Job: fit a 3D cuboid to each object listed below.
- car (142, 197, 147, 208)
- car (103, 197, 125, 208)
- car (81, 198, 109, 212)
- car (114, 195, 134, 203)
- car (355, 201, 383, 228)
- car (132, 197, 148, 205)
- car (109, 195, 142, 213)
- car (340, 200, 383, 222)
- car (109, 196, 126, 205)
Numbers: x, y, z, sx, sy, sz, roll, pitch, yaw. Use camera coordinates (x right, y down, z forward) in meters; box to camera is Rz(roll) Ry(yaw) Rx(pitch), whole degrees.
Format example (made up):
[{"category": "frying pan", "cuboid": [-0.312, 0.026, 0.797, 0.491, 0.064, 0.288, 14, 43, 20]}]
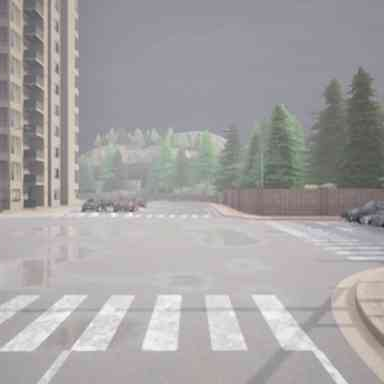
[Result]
[{"category": "car", "cuboid": [-7.218, 1.420, 45.469, 2.033, 1.411, 5.357, 0, 0, -2]}, {"category": "car", "cuboid": [-10.706, 1.418, 46.113, 2.033, 1.411, 5.357, 0, 0, -3]}, {"category": "car", "cuboid": [-10.574, 1.403, 36.374, 1.837, 1.490, 4.892, 0, 0, 0]}, {"category": "car", "cuboid": [-13.284, 1.324, 64.583, 1.837, 1.490, 4.892, 0, 0, -37]}, {"category": "car", "cuboid": [12.926, 1.490, 19.955, 4.902, 1.511, 2.128, 0, 0, 0]}, {"category": "car", "cuboid": [-8.669, 1.445, 55.312, 1.895, 1.301, 4.718, 0, 0, -17]}, {"category": "car", "cuboid": [-7.078, 1.251, 35.995, 2.097, 1.767, 4.553, 0, 0, 0]}, {"category": "car", "cuboid": [12.969, 1.341, 23.453, 4.553, 1.767, 2.097, 0, 0, 0]}, {"category": "car", "cuboid": [-12.660, 1.389, 56.339, 2.033, 1.411, 5.357, 0, 0, -21]}]
